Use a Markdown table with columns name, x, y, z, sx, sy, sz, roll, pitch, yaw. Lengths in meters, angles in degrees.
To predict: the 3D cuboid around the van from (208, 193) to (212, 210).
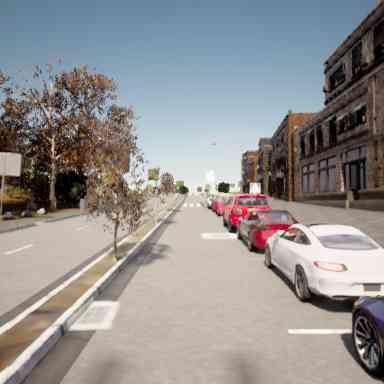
| name | x | y | z | sx | sy | sz | roll | pitch | yaw |
| --- | --- | --- | --- | --- | --- | --- | --- | --- | --- |
| van | 3.050 | 1.147 | 35.783 | 1.878 | 1.987 | 4.442 | 0 | 0 | 0 |

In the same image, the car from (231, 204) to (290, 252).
| name | x | y | z | sx | sy | sz | roll | pitch | yaw |
| --- | --- | --- | --- | --- | --- | --- | --- | --- | --- |
| car | 3.050 | 1.448 | 13.511 | 2.163 | 1.488 | 4.792 | 0 | 0 | 0 |

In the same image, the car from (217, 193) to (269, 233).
| name | x | y | z | sx | sy | sz | roll | pitch | yaw |
| --- | --- | --- | --- | --- | --- | --- | --- | --- | --- |
| car | 3.051 | 1.160 | 19.055 | 2.435 | 2.045 | 5.566 | 0 | 0 | 0 |

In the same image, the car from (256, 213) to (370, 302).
| name | x | y | z | sx | sy | sz | roll | pitch | yaw |
| --- | --- | --- | --- | --- | --- | --- | --- | --- | --- |
| car | 3.051 | 1.461 | 7.932 | 2.002 | 1.452 | 4.674 | 0 | 0 | 0 |

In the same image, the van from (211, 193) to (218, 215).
| name | x | y | z | sx | sy | sz | roll | pitch | yaw |
| --- | --- | --- | --- | --- | --- | --- | --- | --- | --- |
| van | 3.050 | 1.163 | 30.236 | 1.878 | 1.987 | 4.442 | 0 | 0 | 0 |

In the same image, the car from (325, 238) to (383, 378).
| name | x | y | z | sx | sy | sz | roll | pitch | yaw |
| --- | --- | --- | --- | --- | --- | --- | --- | --- | --- |
| car | 3.049 | 1.452 | 2.416 | 2.163 | 1.488 | 4.792 | 0 | 0 | 0 |
